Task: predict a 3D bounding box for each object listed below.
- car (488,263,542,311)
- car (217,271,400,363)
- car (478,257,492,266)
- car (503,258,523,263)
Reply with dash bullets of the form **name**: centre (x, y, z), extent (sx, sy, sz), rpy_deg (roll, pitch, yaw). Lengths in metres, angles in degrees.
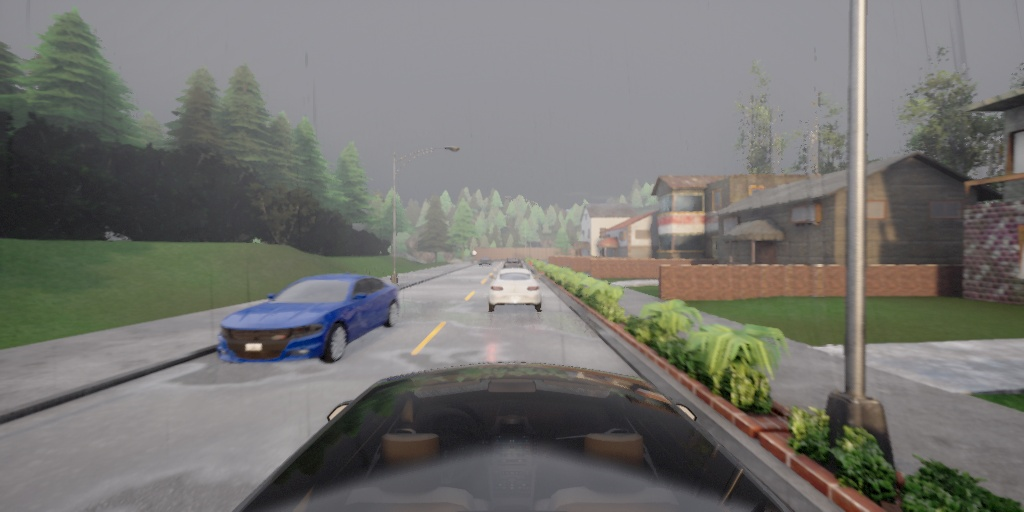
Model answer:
- **car**: centre (0.100, 1.155, 13.627), extent (1.812, 1.442, 4.674), rpy_deg (0, 1, 0)
- **car**: centre (-4.101, 1.162, 8.186), extent (1.882, 1.535, 5.008), rpy_deg (0, 0, 0)
- **car**: centre (-4.003, 0.833, 54.404), extent (2.033, 1.411, 5.357), rpy_deg (0, 1, 0)
- **car**: centre (0.098, 0.908, 34.766), extent (2.128, 1.511, 4.902), rpy_deg (0, 1, 0)
